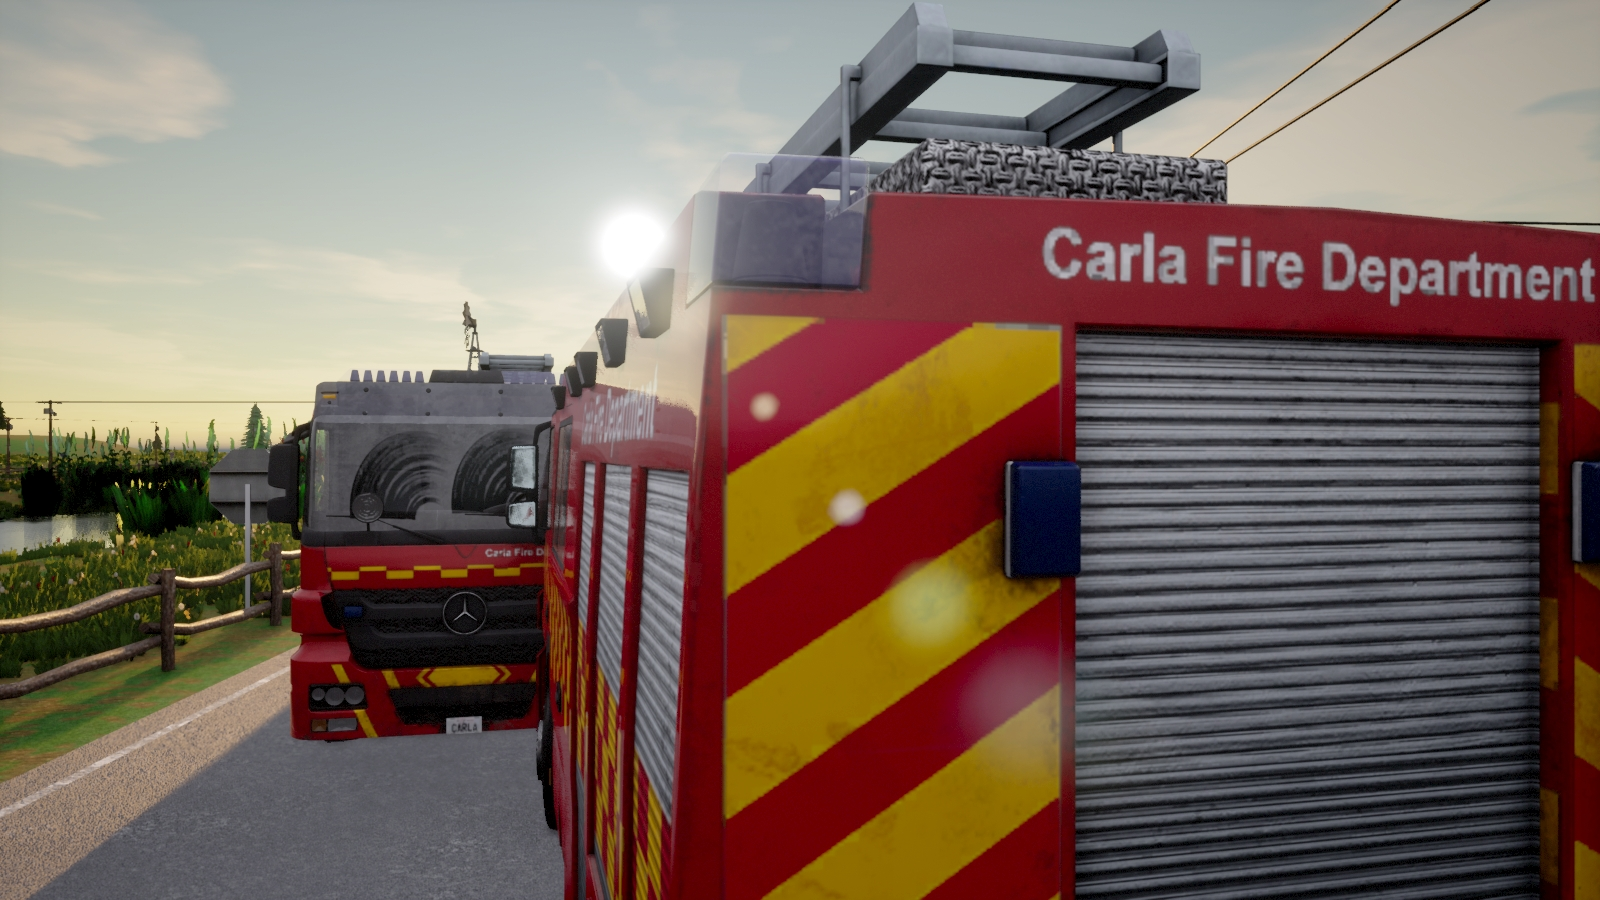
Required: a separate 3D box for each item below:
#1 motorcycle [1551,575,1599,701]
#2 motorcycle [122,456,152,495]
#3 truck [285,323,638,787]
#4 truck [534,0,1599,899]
[{"bbox_3d":[9.791,2.142,13.137,1.805,1.316,0.856,0,0,-7],"label":"motorcycle"},{"bbox_3d":[-41.311,1.578,71.214,0.803,2.348,2.033,0,0,-4],"label":"motorcycle"},{"bbox_3d":[-3.907,0.862,13.892,2.891,3.827,8.468,0,0,-14],"label":"truck"},{"bbox_3d":[-0.002,0.867,6.873,2.891,3.827,8.468,0,0,-14],"label":"truck"}]
